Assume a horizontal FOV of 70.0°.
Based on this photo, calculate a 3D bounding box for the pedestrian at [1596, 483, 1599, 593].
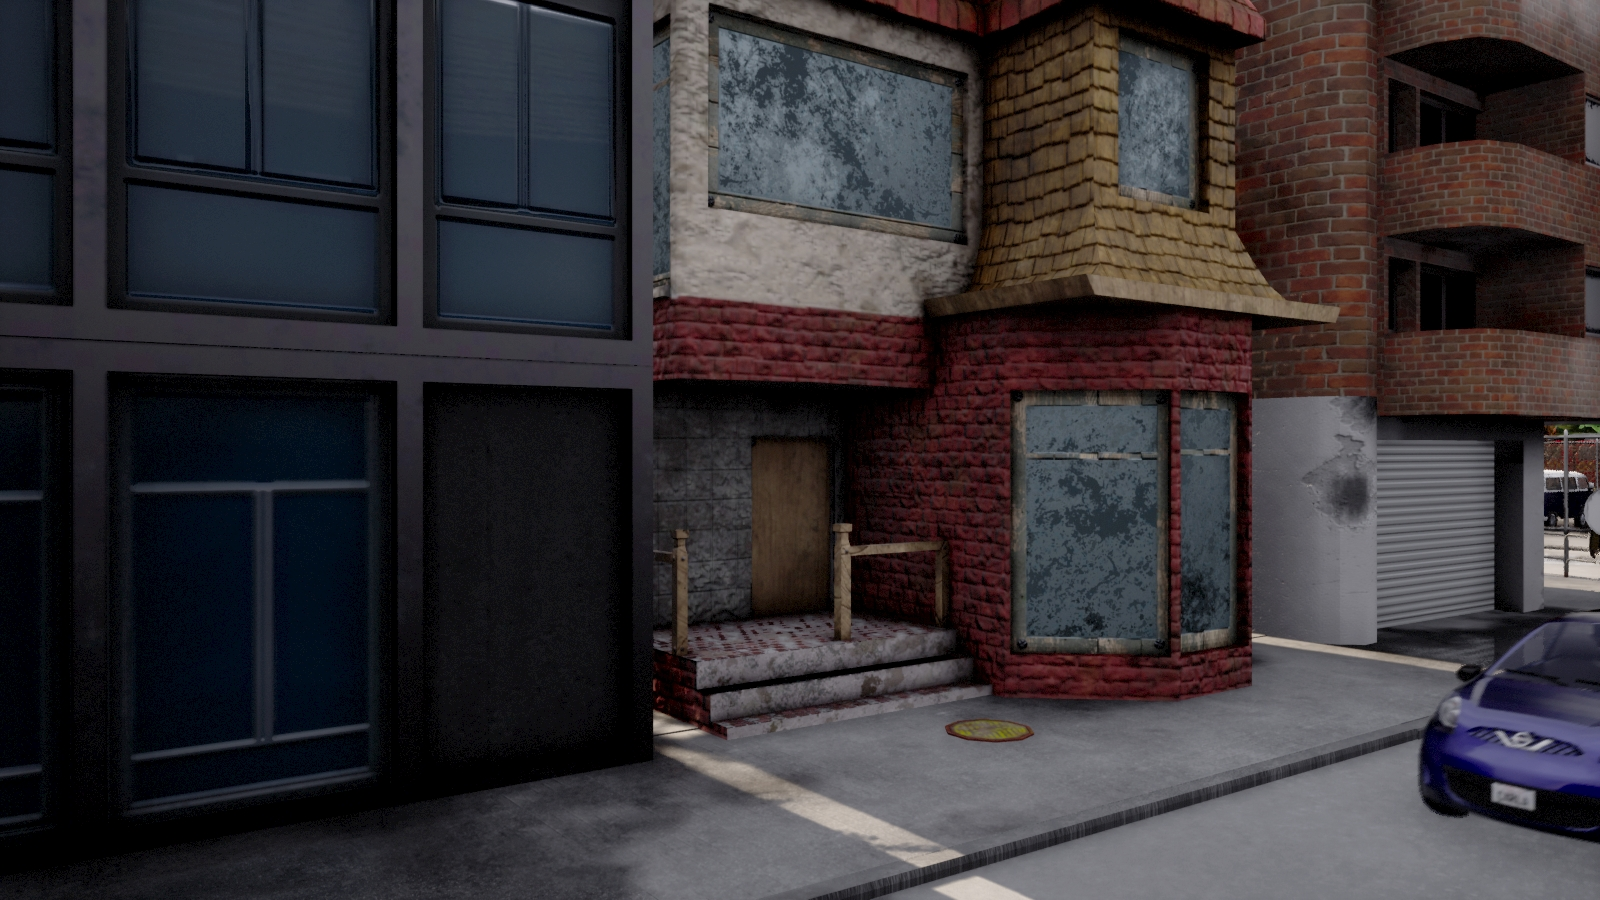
[{"bbox_3d":[13.876,1.507,19.558,0.375,1.860,0.375,0,0,27],"label":"pedestrian"}]

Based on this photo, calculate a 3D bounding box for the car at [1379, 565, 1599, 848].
[{"bbox_3d":[6.337,1.814,8.815,3.633,1.501,1.845,0,0,-35],"label":"car"}]
